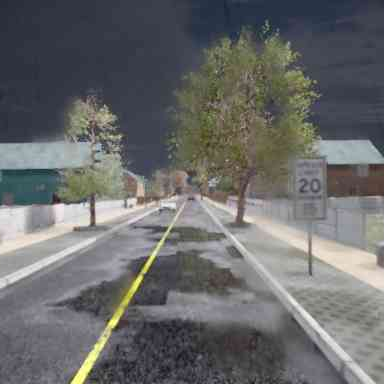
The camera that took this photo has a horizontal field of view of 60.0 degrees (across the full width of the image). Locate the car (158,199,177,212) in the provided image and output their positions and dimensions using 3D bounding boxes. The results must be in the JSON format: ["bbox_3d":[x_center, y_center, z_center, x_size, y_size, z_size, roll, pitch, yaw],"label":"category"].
[{"bbox_3d":[-2.850,1.645,40.267,1.812,1.442,4.674,-1,0,0],"label":"car"}]

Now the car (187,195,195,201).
[{"bbox_3d":[-0.224,1.511,86.057,2.097,1.767,4.553,-1,0,0],"label":"car"}]
